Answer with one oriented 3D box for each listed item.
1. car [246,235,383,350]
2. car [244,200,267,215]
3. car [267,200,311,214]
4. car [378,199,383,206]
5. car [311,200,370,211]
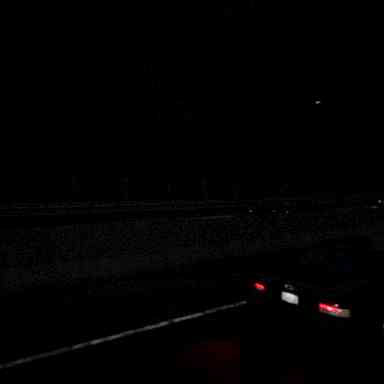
[{"bbox_3d":[3.443,1.539,6.165,5.357,1.411,2.033,0,0,-35],"label":"car"},{"bbox_3d":[6.736,1.449,29.978,4.181,1.385,1.994,-1,0,-34],"label":"car"},{"bbox_3d":[8.956,1.431,27.268,5.357,1.411,2.033,-1,0,-34],"label":"car"},{"bbox_3d":[26.014,1.157,42.827,4.718,1.301,1.895,-2,1,-33],"label":"car"},{"bbox_3d":[11.361,1.386,24.661,4.892,1.490,1.837,0,0,-34],"label":"car"}]
